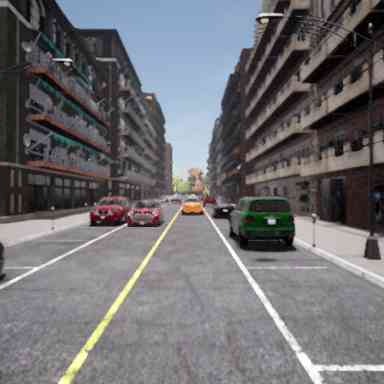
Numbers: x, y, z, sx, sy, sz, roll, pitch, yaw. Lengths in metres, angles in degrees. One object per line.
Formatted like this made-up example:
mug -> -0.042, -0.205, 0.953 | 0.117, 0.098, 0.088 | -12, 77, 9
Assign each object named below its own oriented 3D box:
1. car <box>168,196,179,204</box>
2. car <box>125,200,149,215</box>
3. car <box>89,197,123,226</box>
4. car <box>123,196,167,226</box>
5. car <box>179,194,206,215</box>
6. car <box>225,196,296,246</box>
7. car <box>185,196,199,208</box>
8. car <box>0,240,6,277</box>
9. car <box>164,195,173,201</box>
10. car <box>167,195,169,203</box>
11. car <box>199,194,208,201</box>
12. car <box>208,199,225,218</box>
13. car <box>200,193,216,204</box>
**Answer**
car -> -3.001, 1.551, 64.269 | 1.895, 1.301, 4.718 | 0, 0, 0
car -> -5.675, 1.549, 34.778 | 1.802, 1.307, 4.206 | 1, 0, 0
car -> -5.673, 1.292, 23.642 | 2.192, 1.841, 5.009 | 1, 0, 0
car -> -3.094, 1.329, 22.880 | 2.097, 1.767, 4.553 | 0, 0, 0
car -> 0.058, 1.319, 33.889 | 2.097, 1.767, 4.553 | 0, 0, 0
car -> 3.003, 1.209, 15.205 | 2.150, 2.045, 5.566 | 0, 0, 0
car -> 0.032, 1.433, 48.244 | 1.882, 1.535, 5.008 | 0, 0, 0
car -> -5.679, 1.559, 6.939 | 1.947, 1.339, 4.313 | 1, 0, 0
car -> -5.666, 1.459, 79.153 | 1.752, 1.417, 4.829 | 1, 0, 0
car -> -5.668, 1.492, 68.186 | 2.008, 1.369, 4.403 | 1, 0, 0
car -> 2.715, 1.374, 79.287 | 1.967, 1.590, 4.097 | 1, 0, 0
car -> 2.705, 1.538, 29.176 | 1.947, 1.339, 4.313 | 1, 0, 0
car -> 2.712, 1.268, 51.448 | 2.192, 1.841, 5.009 | 1, 0, 0
